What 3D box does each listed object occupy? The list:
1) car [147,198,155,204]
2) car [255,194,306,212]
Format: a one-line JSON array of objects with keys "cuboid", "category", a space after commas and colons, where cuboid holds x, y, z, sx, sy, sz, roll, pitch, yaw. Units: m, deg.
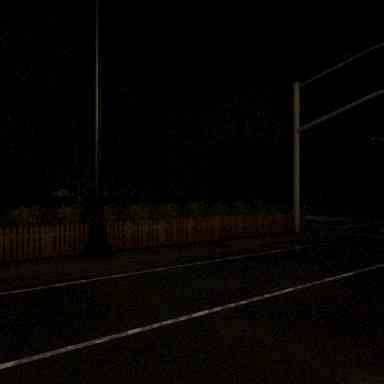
[{"cuboid": [-5.179, 1.601, 52.330, 1.895, 1.301, 4.718, 0, 0, -34], "category": "car"}, {"cuboid": [8.413, 1.221, 32.662, 2.150, 2.045, 5.566, 0, 0, -35], "category": "car"}]
